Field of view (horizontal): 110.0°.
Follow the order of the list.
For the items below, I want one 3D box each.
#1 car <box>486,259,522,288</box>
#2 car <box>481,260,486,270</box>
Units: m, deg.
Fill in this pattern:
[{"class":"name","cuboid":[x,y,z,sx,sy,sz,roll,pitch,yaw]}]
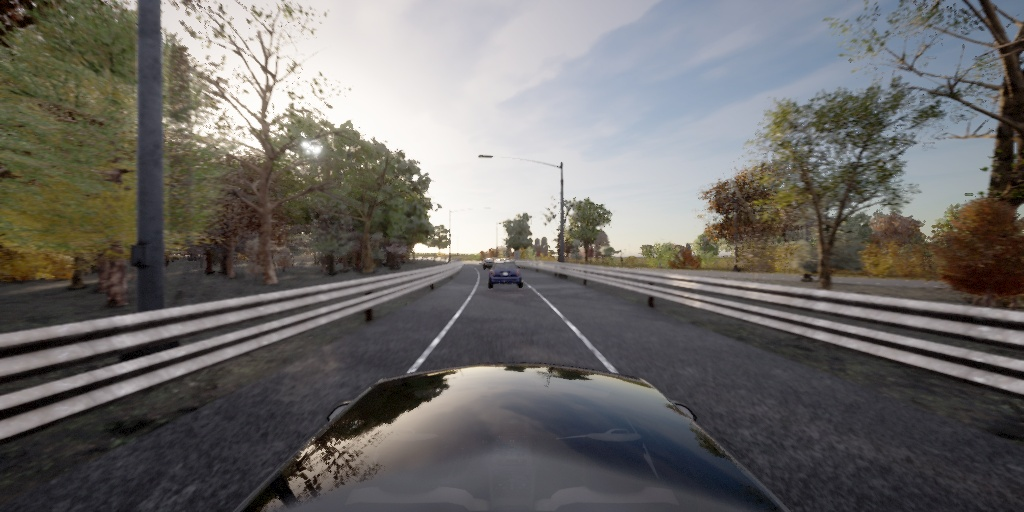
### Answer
[{"class":"car","cuboid":[-0.539,1.110,24.217,2.097,1.767,4.553,0,0,-4]},{"class":"car","cuboid":[-3.612,1.247,54.521,1.837,1.490,4.892,0,0,-8]}]
